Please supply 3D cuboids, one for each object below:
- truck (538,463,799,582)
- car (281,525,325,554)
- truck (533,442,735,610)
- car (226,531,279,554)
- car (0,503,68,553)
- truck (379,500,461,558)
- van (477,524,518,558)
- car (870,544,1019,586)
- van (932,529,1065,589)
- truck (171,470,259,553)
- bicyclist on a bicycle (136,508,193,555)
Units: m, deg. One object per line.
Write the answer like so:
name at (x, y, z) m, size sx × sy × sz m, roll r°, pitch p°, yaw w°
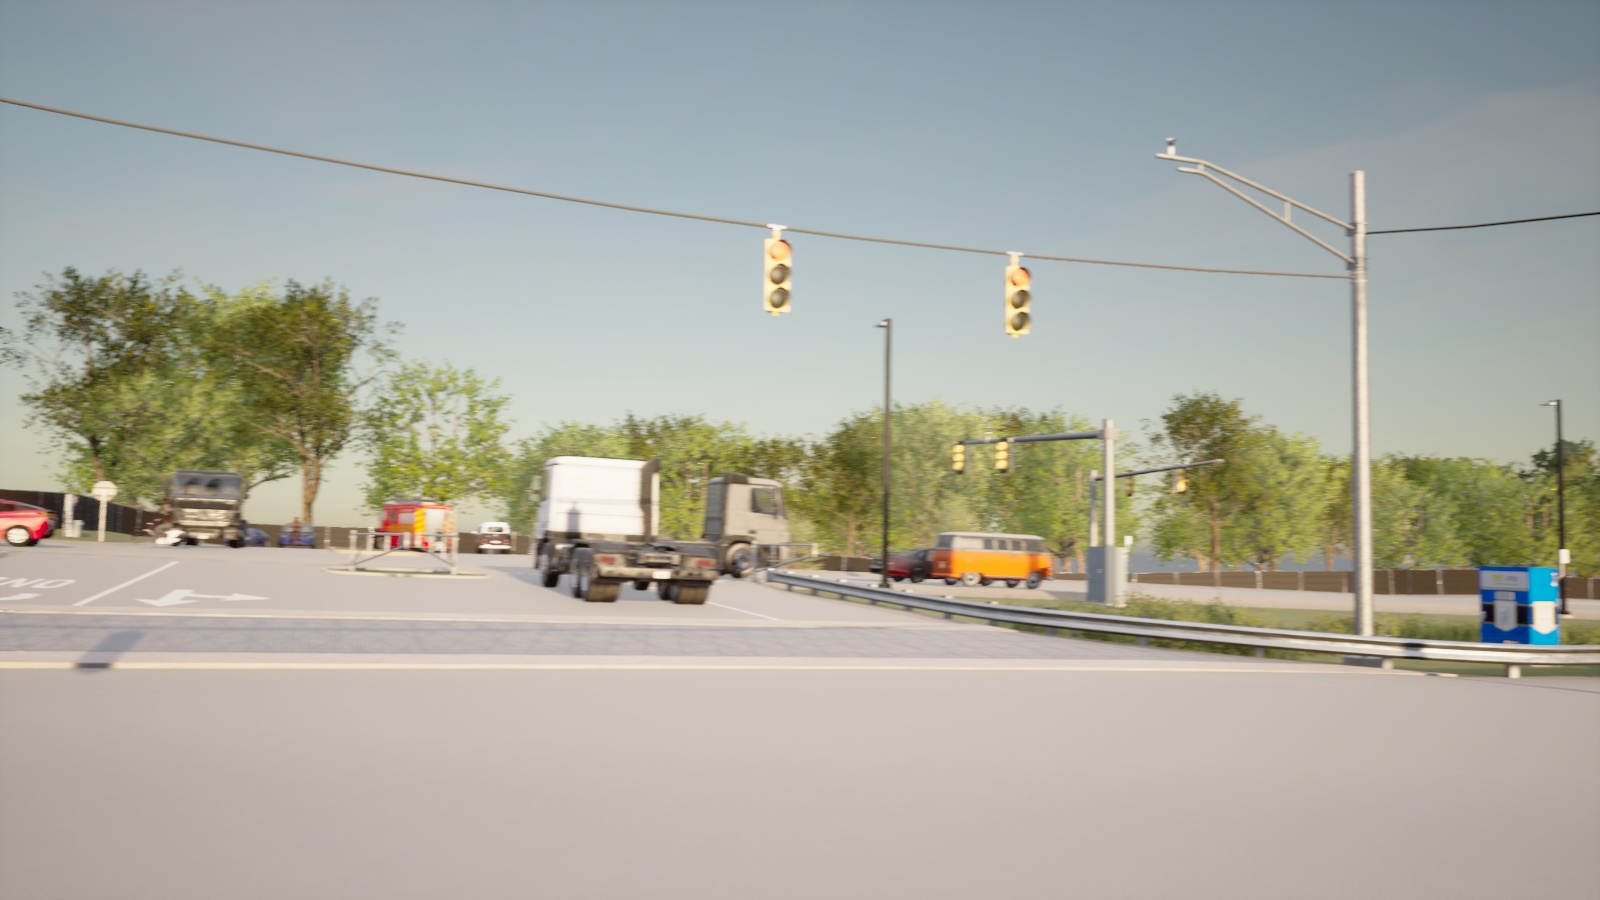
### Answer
truck at (-4.324, 2.450, 41.457) m, size 7.936 × 3.462 × 2.891 m, roll 4°, pitch -4°, yaw -20°
car at (-28.221, 5.114, 71.370) m, size 2.163 × 1.488 × 4.792 m, roll 3°, pitch -6°, yaw -21°
truck at (-4.279, 1.818, 30.481) m, size 2.891 × 3.462 × 7.936 m, roll 4°, pitch -4°, yaw -21°
car at (-36.368, 6.180, 83.544) m, size 1.812 × 1.442 × 4.674 m, roll 1°, pitch -5°, yaw -5°
car at (-26.564, 2.487, 40.731) m, size 4.514 × 1.525 × 2.007 m, roll 4°, pitch -5°, yaw -20°
truck at (-26.915, 5.593, 88.673) m, size 2.891 × 3.827 × 8.468 m, roll 5°, pitch -6°, yaw -35°
van at (-19.627, 5.921, 81.405) m, size 2.069 × 2.038 × 4.480 m, roll 2°, pitch -7°, yaw -19°
car at (5.621, 4.474, 48.761) m, size 5.357 × 1.411 × 2.033 m, roll 4°, pitch -5°, yaw -20°
van at (7.219, 3.969, 45.649) m, size 4.442 × 1.987 × 1.775 m, roll 4°, pitch -5°, yaw -20°
truck at (-26.670, 2.926, 57.556) m, size 2.891 × 3.462 × 7.936 m, roll 3°, pitch -5°, yaw -20°
bicyclist on a bicycle at (-24.997, 3.202, 49.428) m, size 1.843 × 1.776 × 0.659 m, roll 3°, pitch -5°, yaw -20°
